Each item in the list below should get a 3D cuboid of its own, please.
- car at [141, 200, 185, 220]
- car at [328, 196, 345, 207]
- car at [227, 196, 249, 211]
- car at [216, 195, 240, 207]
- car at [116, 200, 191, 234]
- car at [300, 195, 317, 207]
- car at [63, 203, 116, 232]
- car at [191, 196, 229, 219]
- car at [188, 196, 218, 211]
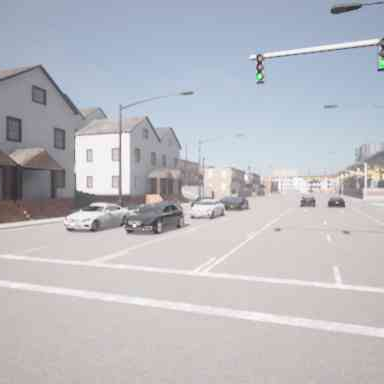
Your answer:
[{"bbox_3d":[-2.269,1.382,27.546,1.994,1.385,4.181,0,0,22],"label":"car"},{"bbox_3d":[18.964,1.267,43.733,1.994,1.385,4.181,0,0,21],"label":"car"},{"bbox_3d":[5.022,1.231,36.954,1.882,1.535,5.008,0,0,21],"label":"car"},{"bbox_3d":[5.115,1.235,46.981,2.033,1.411,5.357,0,0,21],"label":"car"},{"bbox_3d":[-1.950,1.383,18.511,1.837,1.490,4.892,0,0,21],"label":"car"},{"bbox_3d":[15.896,1.183,45.510,2.128,1.511,4.902,0,0,21],"label":"car"},{"bbox_3d":[-5.357,1.399,19.399,1.812,1.442,4.674,0,0,21],"label":"car"},{"bbox_3d":[1.322,1.345,27.152,1.812,1.442,4.674,0,0,21],"label":"car"},{"bbox_3d":[1.345,1.258,37.120,1.837,1.490,4.892,0,0,21],"label":"car"}]
